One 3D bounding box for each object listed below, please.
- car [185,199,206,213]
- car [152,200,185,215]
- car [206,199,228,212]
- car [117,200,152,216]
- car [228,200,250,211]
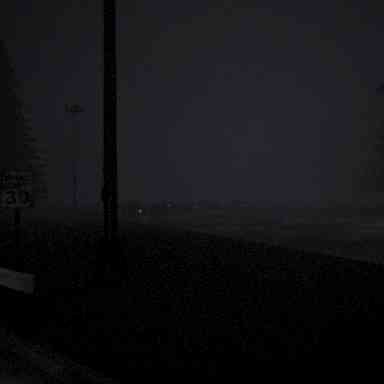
[{"bbox_3d":[-0.717,1.645,38.262,1.994,1.385,4.181,0,0,-32],"label":"car"},{"bbox_3d":[-3.218,1.579,35.660,2.128,1.511,4.902,0,0,-32],"label":"car"},{"bbox_3d":[1.809,1.553,40.821,1.882,1.535,5.008,0,0,-32],"label":"car"},{"bbox_3d":[-6.246,1.602,33.901,1.837,1.490,4.892,0,0,-32],"label":"car"},{"bbox_3d":[5.370,1.625,41.731,1.994,1.385,4.181,0,0,-32],"label":"car"}]
